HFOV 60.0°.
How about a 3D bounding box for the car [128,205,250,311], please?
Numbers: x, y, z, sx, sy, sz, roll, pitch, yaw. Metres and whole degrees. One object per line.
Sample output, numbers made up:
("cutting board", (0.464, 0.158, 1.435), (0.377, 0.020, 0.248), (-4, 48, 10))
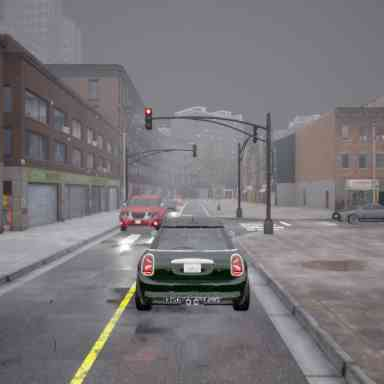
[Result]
("car", (0.023, 1.352, 7.933), (2.097, 1.767, 4.553), (0, 0, 0))

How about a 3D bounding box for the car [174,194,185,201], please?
("car", (-2.613, 1.204, 69.749), (2.033, 1.411, 5.357), (0, 0, 0))

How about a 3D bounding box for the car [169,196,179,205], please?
("car", (-2.775, 1.517, 38.463), (1.837, 1.490, 4.892), (0, -1, 0))

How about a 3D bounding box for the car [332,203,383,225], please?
("car", (12.059, 1.489, 23.257), (4.181, 1.385, 1.994), (0, 0, 0))

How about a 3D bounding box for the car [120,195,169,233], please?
("car", (-2.812, 1.225, 20.139), (2.150, 2.045, 5.566), (0, 0, 0))

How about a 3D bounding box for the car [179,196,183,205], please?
("car", (-2.731, 1.381, 54.393), (2.097, 1.767, 4.553), (0, 0, 1))
